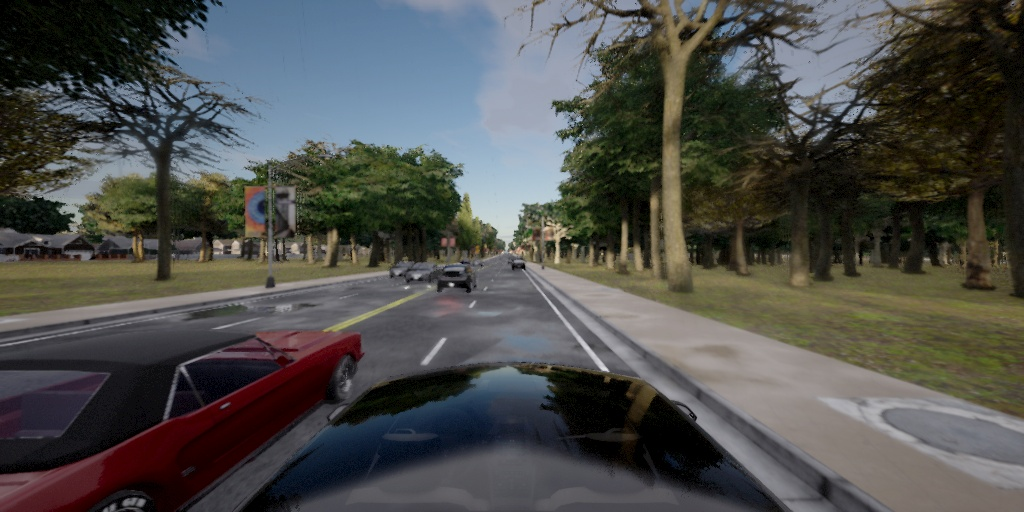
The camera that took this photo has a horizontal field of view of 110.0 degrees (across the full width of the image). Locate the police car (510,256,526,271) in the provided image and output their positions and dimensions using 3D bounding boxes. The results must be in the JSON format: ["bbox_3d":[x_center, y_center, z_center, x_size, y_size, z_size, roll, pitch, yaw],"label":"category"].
[{"bbox_3d":[0.978,1.213,50.726,1.930,1.638,5.238,0,0,0],"label":"police car"}]

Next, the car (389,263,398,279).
[{"bbox_3d":[-9.839,1.261,33.241,2.128,1.511,4.902,0,0,0],"label":"car"}]

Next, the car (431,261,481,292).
[{"bbox_3d":[-3.148,1.263,21.104,1.837,1.490,4.892,0,0,0],"label":"car"}]

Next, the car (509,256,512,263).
[{"bbox_3d":[0.980,1.025,60.646,2.150,2.045,5.566,0,0,0],"label":"car"}]

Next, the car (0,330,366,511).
[{"bbox_3d":[-3.150,1.351,3.338,1.895,1.301,4.718,0,0,0],"label":"car"}]

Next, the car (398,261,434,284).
[{"bbox_3d":[-6.594,1.255,27.092,2.128,1.511,4.902,0,0,0],"label":"car"}]
